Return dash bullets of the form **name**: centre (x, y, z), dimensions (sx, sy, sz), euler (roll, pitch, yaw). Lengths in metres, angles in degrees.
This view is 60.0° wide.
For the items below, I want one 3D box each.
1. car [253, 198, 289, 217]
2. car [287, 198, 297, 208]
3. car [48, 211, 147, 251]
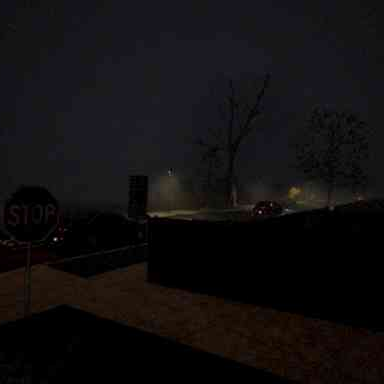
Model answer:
- **car**: centre (7.726, 1.633, 33.202), dimensions (1.837, 1.490, 4.892), euler (4, 2, 33)
- **car**: centre (13.260, 1.528, 46.752), dimensions (2.033, 1.411, 5.357), euler (4, 2, 33)
- **car**: centre (-4.040, 1.611, 15.096), dimensions (1.837, 1.490, 4.892), euler (4, 2, 33)
